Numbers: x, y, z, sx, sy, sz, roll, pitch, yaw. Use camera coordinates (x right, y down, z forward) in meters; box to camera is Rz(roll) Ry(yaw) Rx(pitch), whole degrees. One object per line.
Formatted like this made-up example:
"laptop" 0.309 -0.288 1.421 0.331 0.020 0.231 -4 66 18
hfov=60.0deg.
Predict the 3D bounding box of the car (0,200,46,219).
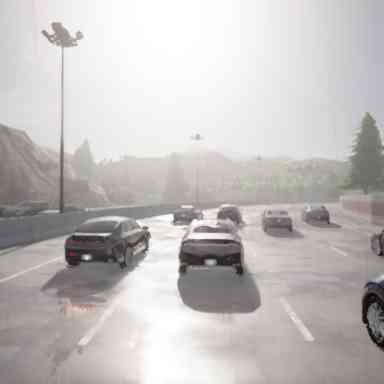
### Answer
"car" -14.500 1.598 29.608 2.097 1.767 4.553 0 -1 11

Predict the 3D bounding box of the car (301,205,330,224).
"car" 10.403 1.823 28.200 2.128 1.511 4.902 0 -1 13

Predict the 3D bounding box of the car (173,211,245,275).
"car" 0.664 1.607 10.888 2.128 1.511 4.902 0 -1 5

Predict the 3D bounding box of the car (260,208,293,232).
"car" 5.623 1.800 22.344 2.033 1.411 5.357 0 -1 10

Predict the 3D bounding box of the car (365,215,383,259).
"car" 7.681 1.649 10.884 1.837 1.490 4.892 0 0 5

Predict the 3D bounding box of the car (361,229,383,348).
"car" 3.747 1.405 3.541 2.097 1.767 4.553 0 -1 2

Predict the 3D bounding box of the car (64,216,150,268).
"car" -2.760 1.616 11.796 1.837 1.490 4.892 0 -1 5

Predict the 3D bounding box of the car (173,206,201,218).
"car" -0.270 1.855 28.433 1.994 1.385 4.181 0 -1 11

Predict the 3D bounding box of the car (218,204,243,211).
"car" 3.192 1.805 27.978 1.837 1.490 4.892 0 -1 12

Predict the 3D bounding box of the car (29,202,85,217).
"car" -11.168 1.799 28.772 2.033 1.411 5.357 0 -1 11
